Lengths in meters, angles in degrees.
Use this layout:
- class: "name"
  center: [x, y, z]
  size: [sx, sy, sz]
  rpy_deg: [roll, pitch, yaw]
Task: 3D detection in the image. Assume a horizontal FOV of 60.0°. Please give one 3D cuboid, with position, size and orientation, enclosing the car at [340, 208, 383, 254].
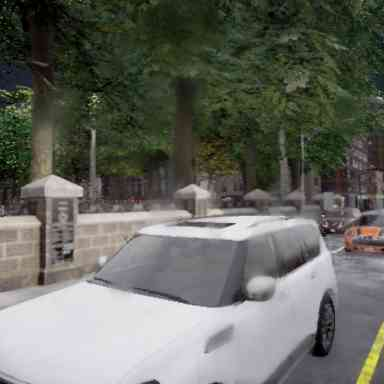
- class: "car"
  center: [8.586, 1.818, 15.481]
  size: [2.097, 1.767, 4.553]
  rpy_deg: [-2, -2, 36]

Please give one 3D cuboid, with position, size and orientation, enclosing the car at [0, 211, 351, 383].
- class: "car"
  center: [0.236, 1.380, 4.308]
  size: [2.150, 2.045, 5.566]
  rpy_deg: [-2, -2, 37]

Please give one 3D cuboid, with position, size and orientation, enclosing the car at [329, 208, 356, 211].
- class: "car"
  center: [9.789, 1.981, 21.619]
  size: [2.192, 1.841, 5.009]
  rpy_deg: [-2, -3, 36]
